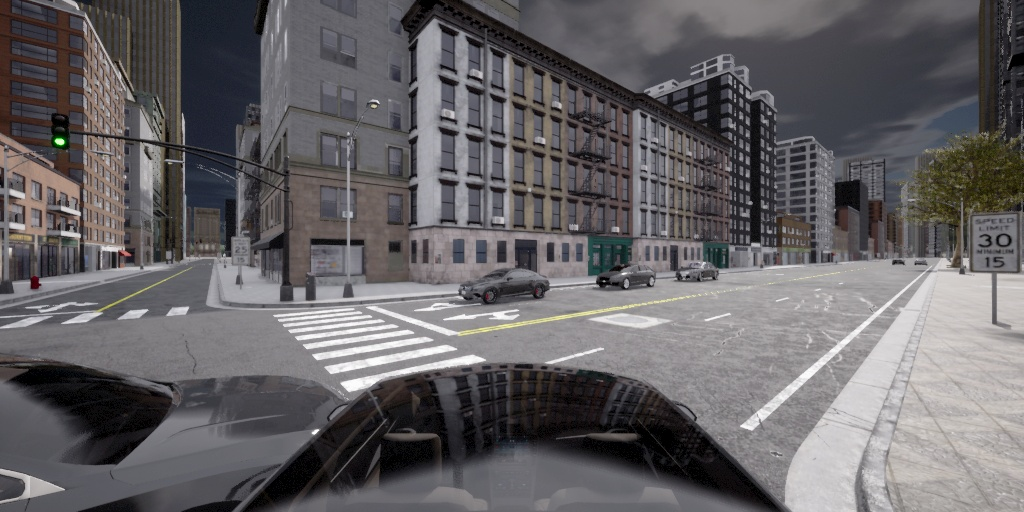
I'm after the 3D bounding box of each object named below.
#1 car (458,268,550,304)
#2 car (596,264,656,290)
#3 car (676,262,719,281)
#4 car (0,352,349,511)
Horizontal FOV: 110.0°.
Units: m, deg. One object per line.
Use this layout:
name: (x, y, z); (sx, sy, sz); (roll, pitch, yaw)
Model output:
car: (-0.250, 1.285, 16.611); (4.674, 1.442, 1.812); (0, 0, -40)
car: (7.362, 1.256, 22.932); (4.892, 1.490, 1.837); (0, 0, -40)
car: (15.290, 1.233, 29.503); (4.902, 1.511, 2.128); (0, 0, -40)
car: (-3.244, 1.257, 1.600); (4.892, 1.490, 1.837); (0, 0, -35)
